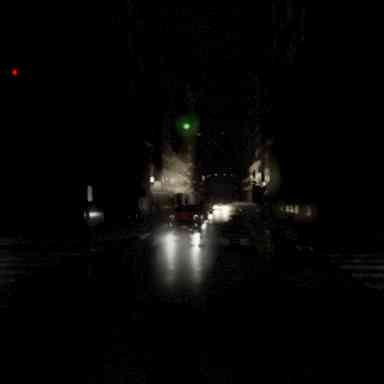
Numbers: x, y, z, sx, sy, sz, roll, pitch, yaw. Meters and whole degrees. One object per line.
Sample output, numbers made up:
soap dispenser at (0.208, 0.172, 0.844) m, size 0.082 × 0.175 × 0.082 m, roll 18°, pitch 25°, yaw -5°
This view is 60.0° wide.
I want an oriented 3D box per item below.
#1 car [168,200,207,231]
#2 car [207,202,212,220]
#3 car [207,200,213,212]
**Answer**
car at (-0.333, 1.645, 23.020) m, size 2.097 × 1.767 × 4.553 m, roll -1°, pitch -1°, yaw 6°
car at (0.654, 1.964, 32.954) m, size 1.994 × 1.385 × 4.181 m, roll -1°, pitch -1°, yaw 6°
car at (1.659, 1.859, 43.074) m, size 2.097 × 1.767 × 4.553 m, roll -1°, pitch -1°, yaw 6°
